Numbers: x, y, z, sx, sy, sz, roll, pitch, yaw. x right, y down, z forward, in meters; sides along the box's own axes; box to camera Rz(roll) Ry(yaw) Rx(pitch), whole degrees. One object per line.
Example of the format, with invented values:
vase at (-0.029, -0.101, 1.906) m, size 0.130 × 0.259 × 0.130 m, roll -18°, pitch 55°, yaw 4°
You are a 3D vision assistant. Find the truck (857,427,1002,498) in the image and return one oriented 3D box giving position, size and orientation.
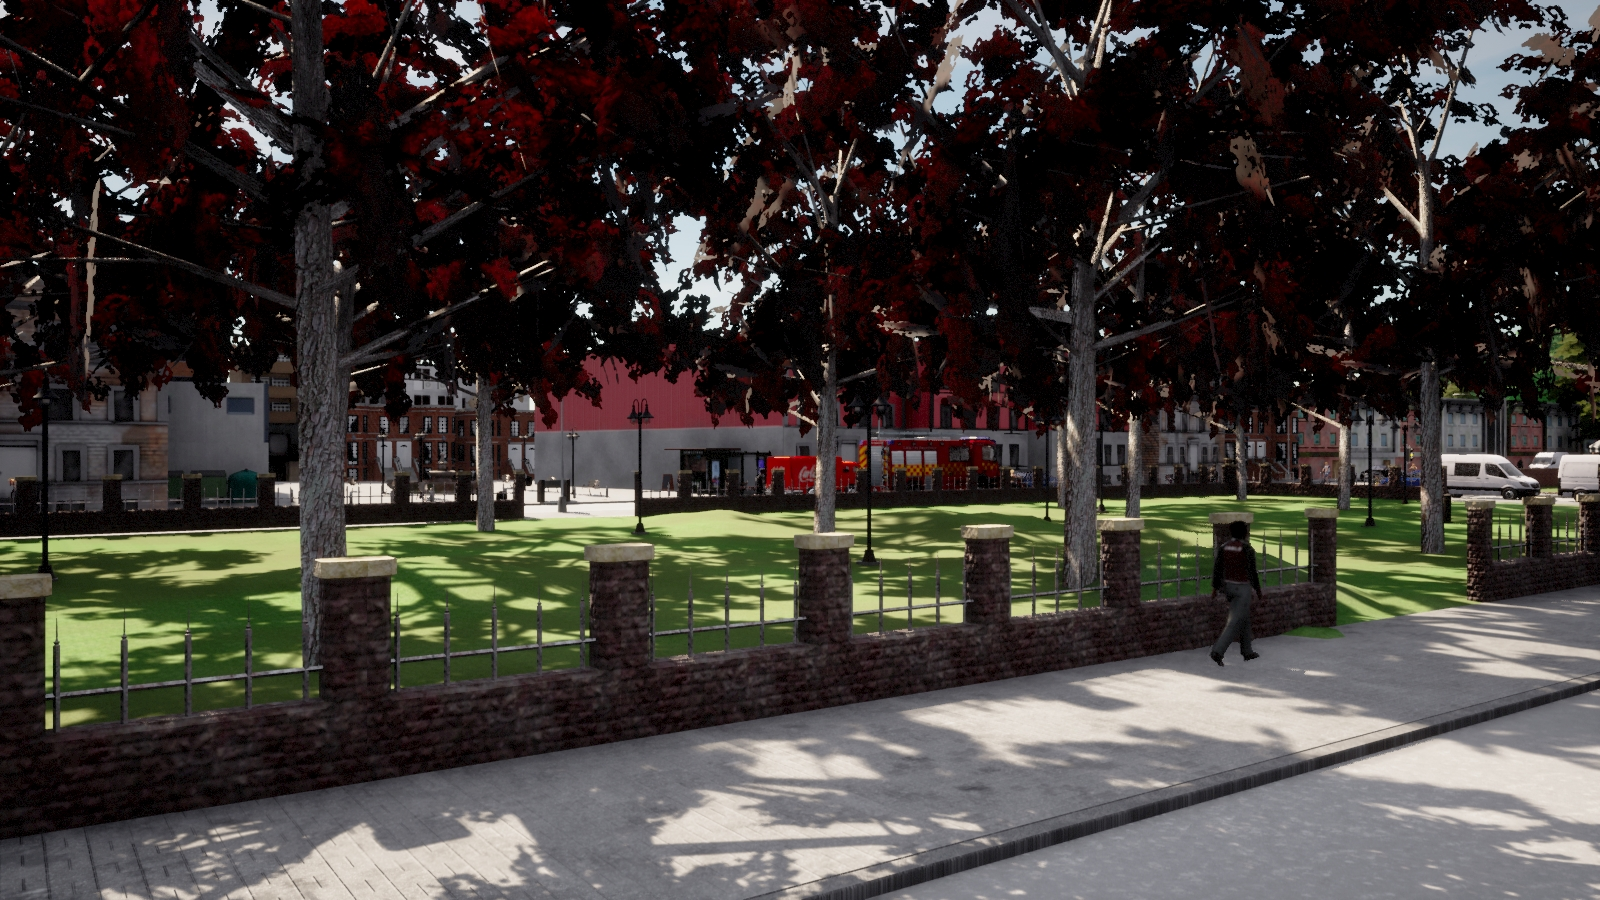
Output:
truck at (7.473, 0.671, 65.186) m, size 8.468 × 3.827 × 2.891 m, roll 0°, pitch 0°, yaw -35°

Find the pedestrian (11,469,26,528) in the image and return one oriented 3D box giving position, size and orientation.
pedestrian at (-24.893, 1.525, 36.400) m, size 0.375 × 1.860 × 0.375 m, roll 0°, pitch 0°, yaw -35°

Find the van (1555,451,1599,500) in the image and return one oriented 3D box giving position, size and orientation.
van at (42.801, 1.314, 59.145) m, size 1.988 × 2.561 × 5.915 m, roll 0°, pitch 0°, yaw -34°

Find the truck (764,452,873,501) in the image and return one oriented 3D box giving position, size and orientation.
truck at (0.982, 1.348, 60.339) m, size 5.204 × 2.467 × 2.627 m, roll 0°, pitch 0°, yaw -35°

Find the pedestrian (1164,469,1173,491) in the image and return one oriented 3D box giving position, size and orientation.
pedestrian at (22.394, 1.804, 69.373) m, size 0.375 × 1.300 × 0.375 m, roll 0°, pitch 0°, yaw -33°

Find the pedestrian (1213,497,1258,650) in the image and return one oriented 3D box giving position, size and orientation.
pedestrian at (5.436, 1.525, 14.251) m, size 0.375 × 1.860 × 0.375 m, roll 0°, pitch 0°, yaw -33°

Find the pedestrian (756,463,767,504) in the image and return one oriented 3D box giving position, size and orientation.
pedestrian at (-1.772, 1.524, 52.642) m, size 0.375 × 1.860 × 0.375 m, roll 0°, pitch 0°, yaw -27°

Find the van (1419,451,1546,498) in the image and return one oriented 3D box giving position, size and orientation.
van at (38.735, 1.314, 65.046) m, size 1.988 × 2.561 × 5.915 m, roll 0°, pitch 0°, yaw -34°

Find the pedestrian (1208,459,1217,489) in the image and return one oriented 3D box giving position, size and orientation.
pedestrian at (26.141, 1.523, 72.335) m, size 0.375 × 1.860 × 0.375 m, roll 0°, pitch 0°, yaw -33°
